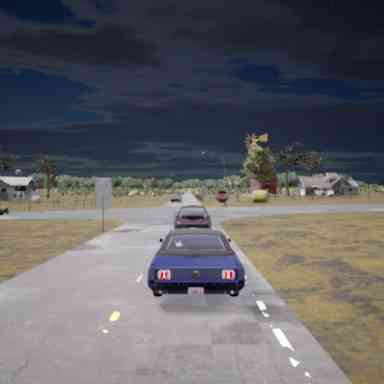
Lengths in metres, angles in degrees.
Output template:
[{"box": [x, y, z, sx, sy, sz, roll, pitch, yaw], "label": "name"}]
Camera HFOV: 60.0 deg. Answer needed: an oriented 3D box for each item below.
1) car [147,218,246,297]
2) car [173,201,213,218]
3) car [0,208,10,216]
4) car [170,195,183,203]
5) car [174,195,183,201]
[{"box": [0.083, 1.580, 8.489, 1.895, 1.301, 4.718, 0, 0, 0], "label": "car"}, {"box": [0.067, 1.465, 17.744, 1.837, 1.490, 4.892, 0, 0, 1], "label": "car"}, {"box": [-22.111, 1.926, 34.765, 5.357, 1.411, 2.033, -1, 1, 0], "label": "car"}, {"box": [-3.108, 1.504, 63.357, 1.895, 1.301, 4.718, 0, 0, 0], "label": "car"}, {"box": [-3.187, 1.404, 78.578, 1.837, 1.490, 4.892, 0, 0, 0], "label": "car"}]
